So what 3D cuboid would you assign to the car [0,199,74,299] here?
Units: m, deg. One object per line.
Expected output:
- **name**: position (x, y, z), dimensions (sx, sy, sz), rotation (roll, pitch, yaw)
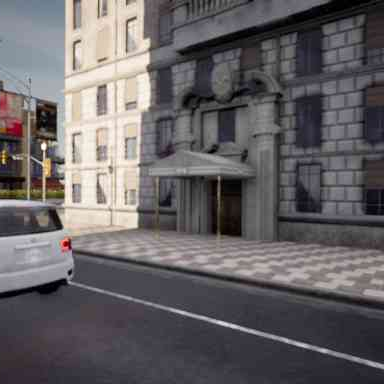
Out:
- **car**: position (-4.982, 1.177, 7.430), dimensions (5.566, 2.045, 2.150), rotation (0, 0, 35)
